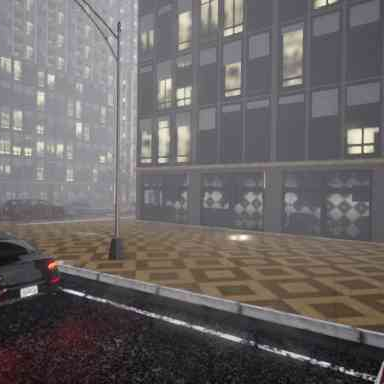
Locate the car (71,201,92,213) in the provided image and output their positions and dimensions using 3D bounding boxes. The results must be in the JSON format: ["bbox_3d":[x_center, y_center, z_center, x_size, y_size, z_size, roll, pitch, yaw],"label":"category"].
[{"bbox_3d":[-13.829,1.742,38.839,1.994,1.385,4.181,1,0,37],"label":"car"}]

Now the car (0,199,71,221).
[{"bbox_3d":[-13.740,1.518,29.219,2.192,1.841,5.009,1,0,36],"label":"car"}]

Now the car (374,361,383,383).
[{"bbox_3d":[3.243,1.353,1.374,4.553,1.767,2.097,0,0,35],"label":"car"}]

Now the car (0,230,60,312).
[{"bbox_3d":[-4.646,1.522,6.987,4.674,1.442,1.812,0,0,35],"label":"car"}]

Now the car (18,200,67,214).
[{"bbox_3d":[-17.245,1.641,38.591,1.752,1.417,4.829,1,0,36],"label":"car"}]

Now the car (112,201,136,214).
[{"bbox_3d":[-6.949,1.829,38.435,1.752,1.417,4.829,1,0,36],"label":"car"}]

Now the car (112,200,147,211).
[{"bbox_3d":[-8.538,1.856,46.015,1.895,1.301,4.718,1,0,36],"label":"car"}]
